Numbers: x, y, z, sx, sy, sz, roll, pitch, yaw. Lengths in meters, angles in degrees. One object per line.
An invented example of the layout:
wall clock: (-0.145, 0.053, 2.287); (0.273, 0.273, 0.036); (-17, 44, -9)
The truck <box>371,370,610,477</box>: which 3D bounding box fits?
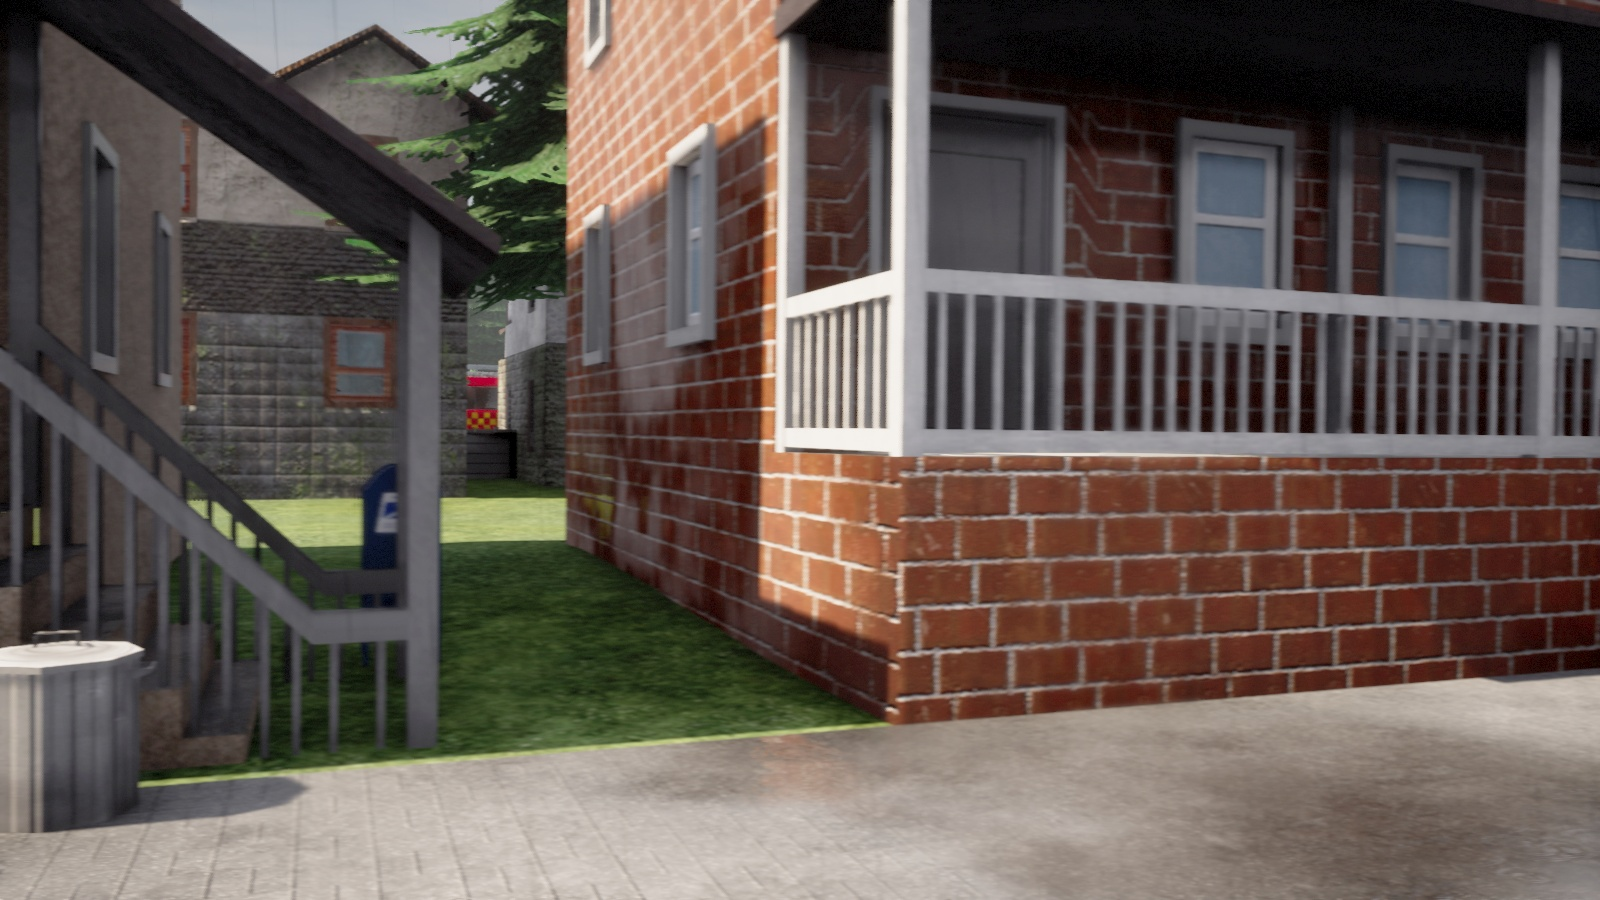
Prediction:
truck: (-11.749, -1.021, 47.759); (8.468, 3.827, 2.891); (-1, 1, -21)
